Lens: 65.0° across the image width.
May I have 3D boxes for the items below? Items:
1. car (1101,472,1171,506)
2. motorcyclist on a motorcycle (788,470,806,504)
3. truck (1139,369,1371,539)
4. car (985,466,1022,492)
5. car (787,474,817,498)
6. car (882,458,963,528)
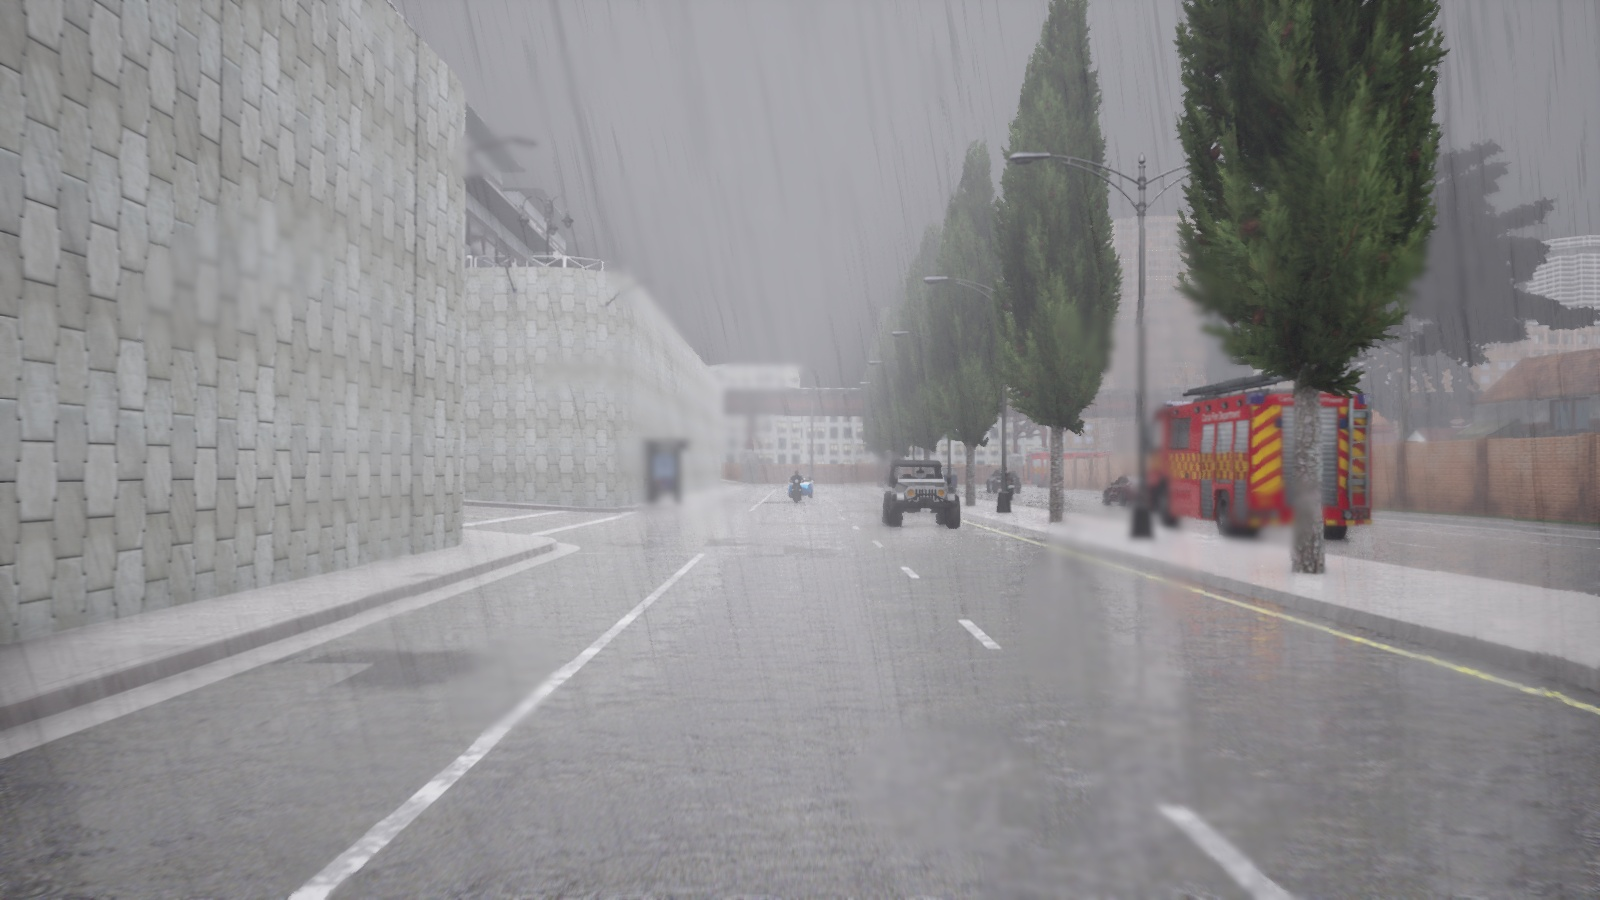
[{"bbox_3d":[14.865,1.715,55.773,1.812,1.442,4.674,0,-1,0],"label":"car"},{"bbox_3d":[-0.147,1.782,60.551,0.866,1.590,1.817,0,-1,0],"label":"motorcyclist on a motorcycle"},{"bbox_3d":[11.416,0.150,32.586,2.891,3.827,8.468,0,-1,0],"label":"truck"},{"bbox_3d":[14.778,2.102,91.394,1.932,1.855,4.605,0,-1,0],"label":"car"},{"bbox_3d":[0.125,2.087,72.762,1.481,1.376,2.207,-1,-1,8],"label":"car"},{"bbox_3d":[3.414,1.186,35.537,1.905,1.878,3.866,0,-1,0],"label":"car"}]
